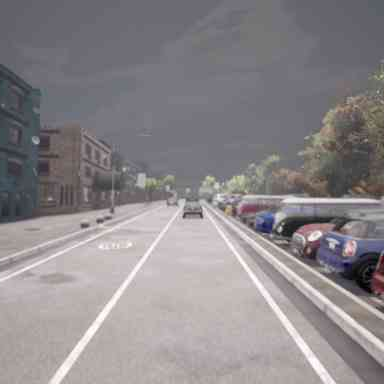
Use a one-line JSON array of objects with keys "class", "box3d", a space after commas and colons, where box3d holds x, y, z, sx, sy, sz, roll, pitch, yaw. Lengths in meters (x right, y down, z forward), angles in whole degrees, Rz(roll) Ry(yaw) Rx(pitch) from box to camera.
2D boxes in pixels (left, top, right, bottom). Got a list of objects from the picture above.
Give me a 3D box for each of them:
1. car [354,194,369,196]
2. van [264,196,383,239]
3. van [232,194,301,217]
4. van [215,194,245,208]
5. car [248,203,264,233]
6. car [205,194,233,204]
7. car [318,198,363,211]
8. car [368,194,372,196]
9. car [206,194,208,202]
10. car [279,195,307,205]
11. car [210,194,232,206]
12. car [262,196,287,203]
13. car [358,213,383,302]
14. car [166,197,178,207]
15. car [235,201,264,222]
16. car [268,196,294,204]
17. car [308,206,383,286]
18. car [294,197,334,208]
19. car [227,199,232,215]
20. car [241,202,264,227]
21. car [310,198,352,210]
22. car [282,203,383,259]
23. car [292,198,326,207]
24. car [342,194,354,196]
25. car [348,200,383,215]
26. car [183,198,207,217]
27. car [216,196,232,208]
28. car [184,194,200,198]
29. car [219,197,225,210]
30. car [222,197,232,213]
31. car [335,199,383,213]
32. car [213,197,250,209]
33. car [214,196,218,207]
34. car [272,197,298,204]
[{"class": "car", "box3d": [18.683, 1.258, 31.003, 5.566, 2.045, 2.435, 0, 0, 0]}, {"class": "van", "box3d": [5.536, 1.266, 13.944, 4.442, 1.987, 1.878, 0, 0, 0]}, {"class": "van", "box3d": [5.523, 1.277, 25.157, 4.442, 1.987, 1.878, 0, 0, 0]}, {"class": "van", "box3d": [5.726, 1.345, 50.385, 4.442, 1.987, 1.878, 0, 0, 0]}, {"class": "car", "box3d": [5.644, 1.494, 16.747, 5.008, 1.535, 2.097, 0, 0, 0]}, {"class": "car", "box3d": [5.635, 1.430, 70.006, 5.566, 2.045, 2.435, 0, 0, 0]}, {"class": "car", "box3d": [18.727, 1.567, 42.141, 4.792, 1.488, 2.163, 0, 0, 0]}, {"class": "car", "box3d": [18.687, 1.255, 28.342, 5.566, 2.045, 2.435, 0, 0, 0]}, {"class": "car", "box3d": [5.632, 1.370, 61.596, 5.566, 2.045, 2.435, 0, 0, 0]}, {"class": "car", "box3d": [18.652, 1.497, 61.636, 4.553, 1.767, 2.185, 0, 0, 0]}, {"class": "car", "box3d": [5.644, 1.296, 44.777, 5.566, 2.045, 2.435, 0, 0, 0]}, {"class": "car", "box3d": [18.685, 1.738, 75.558, 5.008, 1.535, 2.097, 0, -1, 0]}, {"class": "car", "box3d": [5.632, 1.358, 5.534, 4.553, 1.767, 2.185, 0, 0, 0]}, {"class": "car", "box3d": [-3.298, 1.619, 55.666, 2.128, 1.511, 4.902, 0, 0, 0]}, {"class": "car", "box3d": [5.614, 1.529, 22.354, 4.792, 1.488, 2.163, 0, 0, 0]}, {"class": "car", "box3d": [18.691, 1.681, 69.990, 5.008, 1.535, 2.097, 0, -1, 0]}, {"class": "car", "box3d": [5.628, 1.360, 8.338, 4.553, 1.767, 2.185, 0, 0, 0]}, {"class": "car", "box3d": [18.504, 1.570, 50.497, 5.366, 1.575, 1.946, 0, 0, 0]}, {"class": "car", "box3d": [5.665, 1.535, 27.960, 4.792, 1.488, 2.163, 0, 0, 0]}, {"class": "car", "box3d": [5.617, 1.527, 19.550, 4.792, 1.488, 2.163, 0, 0, 0]}, {"class": "car", "box3d": [18.666, 1.579, 44.926, 4.792, 1.488, 2.163, 0, 0, 0]}, {"class": "car", "box3d": [5.688, 1.363, 11.141, 4.553, 1.767, 2.185, 0, 0, 0]}, {"class": "car", "box3d": [18.684, 1.624, 53.282, 4.674, 1.452, 2.002, 0, 0, 0]}, {"class": "car", "box3d": [18.674, 1.277, 39.359, 5.566, 2.045, 2.435, 0, 0, 0]}, {"class": "car", "box3d": [18.706, 1.554, 33.911, 4.674, 1.452, 2.002, 0, 0, 0]}, {"class": "car", "box3d": [0.090, 1.588, 31.406, 2.033, 1.411, 5.357, 0, 0, 0]}, {"class": "car", "box3d": [5.593, 1.556, 39.171, 4.792, 1.488, 2.163, 0, 0, 0]}, {"class": "car", "box3d": [0.010, 1.331, 51.273, 2.150, 2.045, 5.566, 0, 0, 0]}, {"class": "car", "box3d": [5.624, 1.512, 33.564, 5.008, 1.535, 2.097, 0, 0, 0]}, {"class": "car", "box3d": [5.818, 1.505, 30.764, 5.366, 1.575, 1.946, 0, 0, 0]}, {"class": "car", "box3d": [18.700, 1.521, 36.571, 5.008, 1.535, 2.097, 0, 0, 0]}, {"class": "car", "box3d": [5.607, 1.559, 47.580, 5.008, 1.535, 2.097, 0, 0, 0]}, {"class": "car", "box3d": [5.615, 1.537, 41.969, 4.892, 1.521, 2.231, 0, 0, 0]}, {"class": "car", "box3d": [18.687, 1.699, 67.203, 4.674, 1.452, 2.002, 0, 0, 0]}]
